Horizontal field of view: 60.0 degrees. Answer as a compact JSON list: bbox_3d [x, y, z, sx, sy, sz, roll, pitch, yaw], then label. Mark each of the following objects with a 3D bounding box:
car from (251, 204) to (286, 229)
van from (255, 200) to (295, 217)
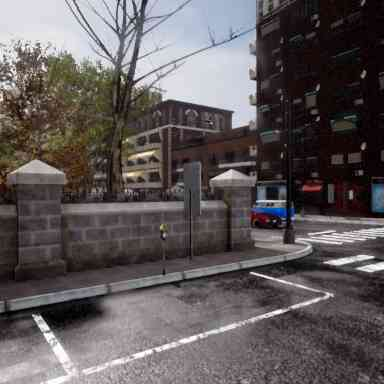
[{"bbox_3d":[4.459,1.834,24.268,1.994,1.385,4.181,0,-1,-36],"label":"car"},{"bbox_3d":[7.312,1.643,30.184,1.690,1.788,3.998,-1,0,-36],"label":"van"}]
